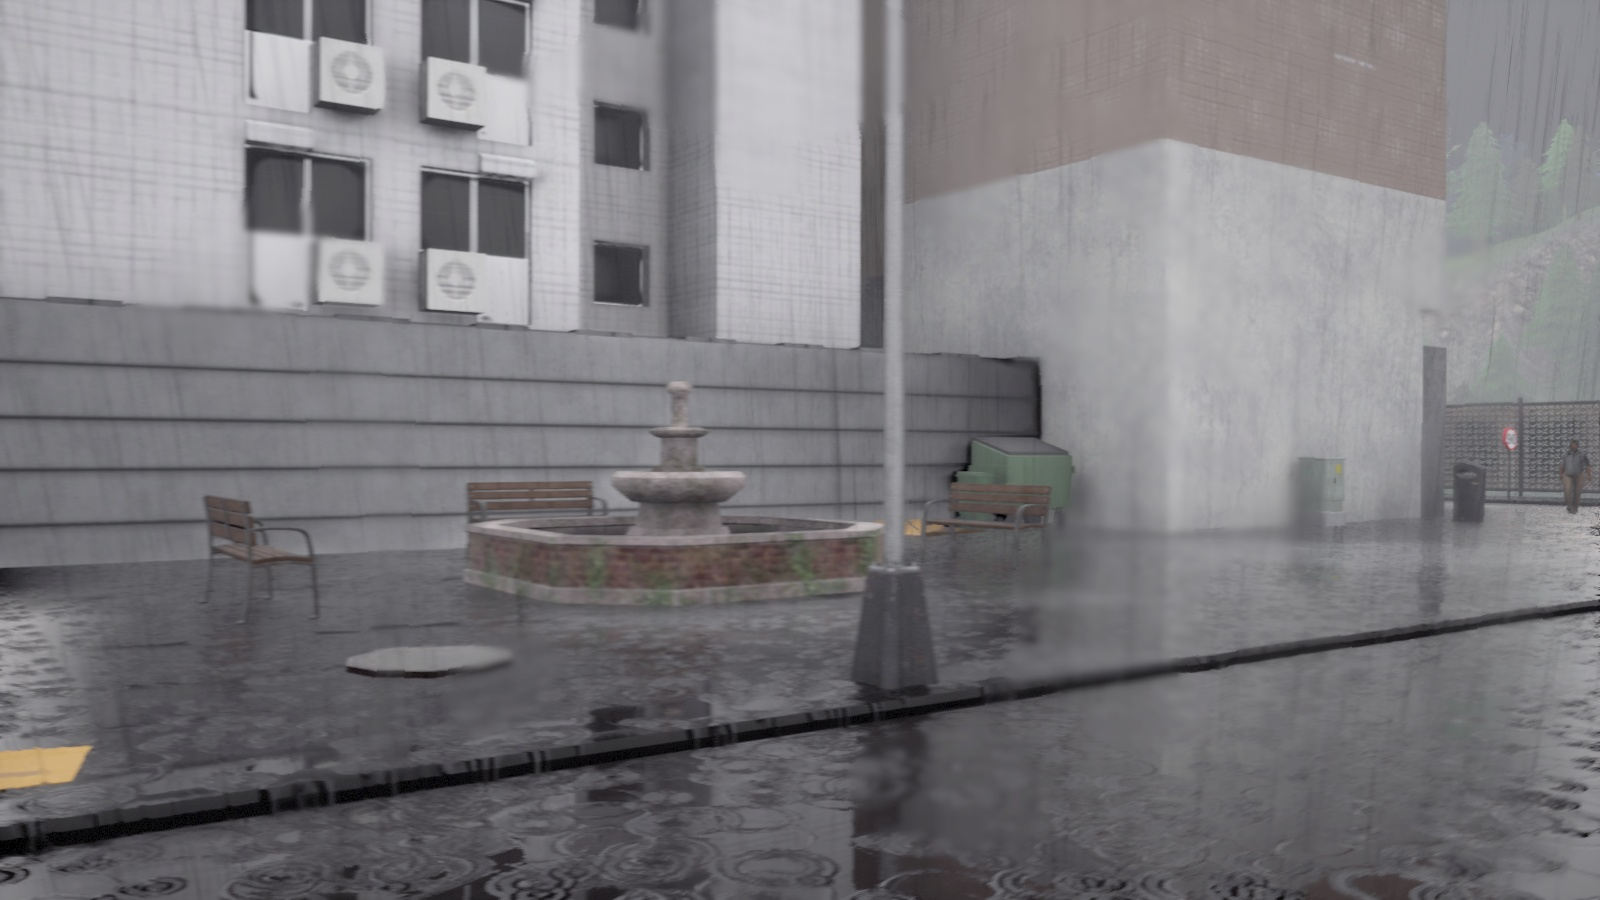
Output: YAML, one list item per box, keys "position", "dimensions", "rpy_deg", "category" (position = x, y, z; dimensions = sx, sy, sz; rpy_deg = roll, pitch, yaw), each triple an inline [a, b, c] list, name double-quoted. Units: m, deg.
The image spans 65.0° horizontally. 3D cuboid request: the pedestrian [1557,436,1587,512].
- position: [18.886, 0.581, 30.724]
  dimensions: [0.540, 1.848, 0.694]
  rpy_deg: [0, 0, 38]
  category: "pedestrian"
